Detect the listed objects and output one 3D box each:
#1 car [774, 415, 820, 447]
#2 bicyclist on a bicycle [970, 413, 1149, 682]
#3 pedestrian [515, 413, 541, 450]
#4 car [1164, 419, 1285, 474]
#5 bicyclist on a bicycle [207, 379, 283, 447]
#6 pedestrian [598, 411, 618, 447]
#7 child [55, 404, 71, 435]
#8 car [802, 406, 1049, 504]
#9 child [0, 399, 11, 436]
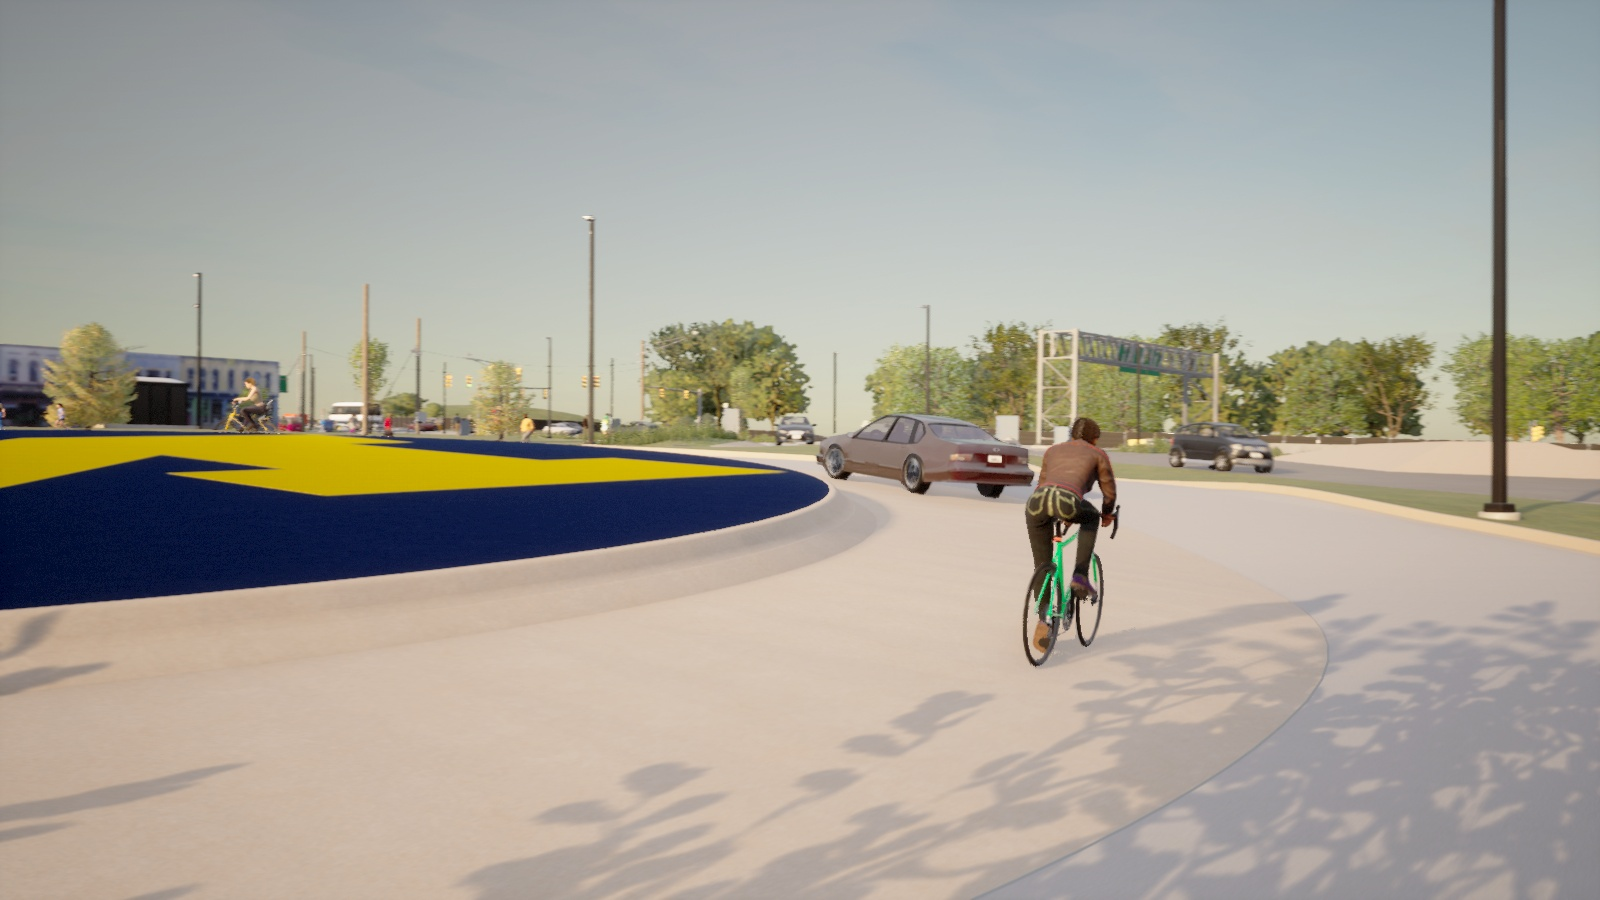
[{"bbox_3d":[-0.174,-0.958,62.630,2.128,1.511,4.902,0,1,-2],"label":"car"},{"bbox_3d":[1.800,0.594,8.525,0.582,1.620,1.656,4,2,31],"label":"bicyclist on a bicycle"},{"bbox_3d":[-13.807,-0.931,63.715,0.874,1.855,0.900,0,0,37],"label":"pedestrian"},{"bbox_3d":[13.513,-0.146,40.224,1.789,1.549,3.705,2,1,-17],"label":"car"},{"bbox_3d":[-13.638,-0.914,30.893,1.509,1.612,0.866,1,2,-7],"label":"bicyclist on a bicycle"},{"bbox_3d":[-10.599,-1.153,69.401,0.659,1.952,0.873,0,-1,44],"label":"pedestrian"},{"bbox_3d":[-26.302,-1.082,44.816,0.255,1.110,0.394,0,0,33],"label":"child"},{"bbox_3d":[2.171,0.025,23.699,2.033,1.411,5.357,3,2,-26],"label":"car"},{"bbox_3d":[-27.336,-1.123,43.019,0.270,1.263,0.437,0,0,26],"label":"child"}]
